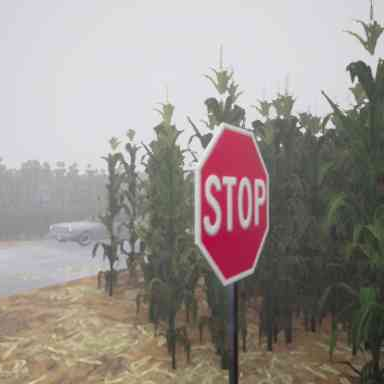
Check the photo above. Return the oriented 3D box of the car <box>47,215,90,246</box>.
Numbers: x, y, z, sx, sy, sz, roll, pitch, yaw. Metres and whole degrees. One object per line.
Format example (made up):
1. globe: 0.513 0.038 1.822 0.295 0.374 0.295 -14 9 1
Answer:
1. car: -4.258 1.632 15.745 1.895 1.301 4.718 0 0 37
